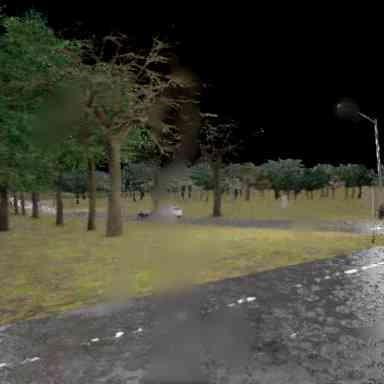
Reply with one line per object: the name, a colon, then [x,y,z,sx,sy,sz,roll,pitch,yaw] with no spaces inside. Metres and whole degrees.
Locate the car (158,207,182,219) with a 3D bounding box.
car: [-3.864,3.630,58.516,2.150,2.045,5.566,-2,-1,-34]

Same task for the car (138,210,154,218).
car: [-9.209,4.330,66.318,1.812,1.442,4.674,-2,-1,-34]
